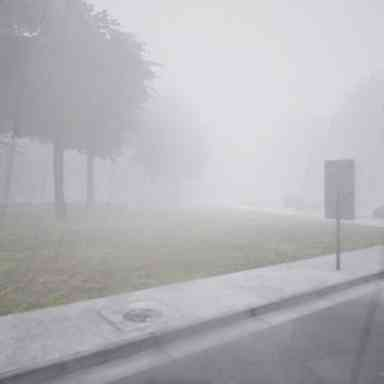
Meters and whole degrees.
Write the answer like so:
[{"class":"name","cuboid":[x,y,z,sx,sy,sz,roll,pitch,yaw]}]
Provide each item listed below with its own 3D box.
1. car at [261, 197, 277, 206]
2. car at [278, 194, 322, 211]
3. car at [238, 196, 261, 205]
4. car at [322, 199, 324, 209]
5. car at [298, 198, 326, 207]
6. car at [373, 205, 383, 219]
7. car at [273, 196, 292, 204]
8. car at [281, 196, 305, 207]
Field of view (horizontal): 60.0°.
[{"class":"car","cuboid":[13.204,1.729,60.496,1.994,1.385,4.181,0,0,-12]},{"class":"car","cuboid":[13.659,1.337,42.534,2.150,2.045,5.566,0,0,-12]},{"class":"car","cuboid":[10.022,1.549,59.841,2.097,1.767,4.553,0,0,-12]},{"class":"car","cuboid":[16.694,1.627,43.892,2.128,1.511,4.902,0,0,-12]},{"class":"car","cuboid":[20.532,1.745,57.352,2.033,1.411,5.357,0,0,-12]},{"class":"car","cuboid":[16.955,1.644,27.213,1.994,1.385,4.181,0,0,-12]},{"class":"car","cuboid":[18.343,1.591,67.508,1.994,1.385,4.181,0,0,-12]},{"class":"car","cuboid":[17.268,1.530,57.075,2.097,1.767,4.553,0,0,-12]}]
